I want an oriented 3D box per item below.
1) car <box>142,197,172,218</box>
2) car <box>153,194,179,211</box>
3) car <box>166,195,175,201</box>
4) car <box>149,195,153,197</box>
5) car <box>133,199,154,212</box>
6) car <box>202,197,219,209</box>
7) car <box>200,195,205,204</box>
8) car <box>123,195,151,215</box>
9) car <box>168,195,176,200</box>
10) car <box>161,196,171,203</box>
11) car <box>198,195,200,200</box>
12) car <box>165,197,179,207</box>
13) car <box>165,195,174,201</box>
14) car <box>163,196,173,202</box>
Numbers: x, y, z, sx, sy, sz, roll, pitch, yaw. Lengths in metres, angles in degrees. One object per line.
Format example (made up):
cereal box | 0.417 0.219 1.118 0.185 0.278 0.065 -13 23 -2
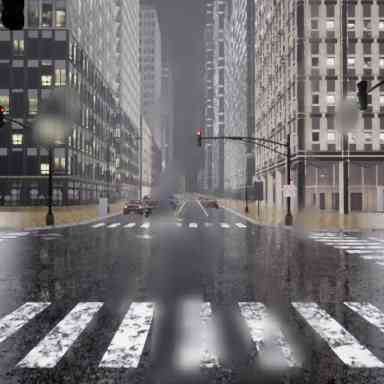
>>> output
car | -3.115 1.516 30.429 1.837 1.490 4.892 0 0 0
car | -3.115 1.237 40.874 2.150 2.045 5.566 0 0 0
car | -5.720 1.587 89.497 2.008 1.369 4.403 1 0 0
car | -5.694 1.332 44.896 2.192 1.841 5.009 1 0 0
car | -5.696 1.597 39.321 1.802 1.307 4.206 1 0 0
car | 2.681 1.599 44.962 1.802 1.307 4.206 1 0 0
car | 2.677 1.547 56.288 1.752 1.417 4.829 1 0 0
car | -5.691 1.453 33.745 1.967 1.590 4.097 1 0 0
car | -5.724 1.605 95.072 1.947 1.339 4.313 1 0 0
car | -5.712 1.573 72.771 1.887 1.381 4.507 1 0 0
car | 2.673 1.590 61.695 1.947 1.339 4.313 1 0 0
car | -3.109 1.524 52.811 1.837 1.490 4.892 0 0 0
car | -5.718 1.578 83.922 1.887 1.381 4.507 1 0 0
car | -5.715 1.582 78.347 2.008 1.369 4.403 1 0 0
